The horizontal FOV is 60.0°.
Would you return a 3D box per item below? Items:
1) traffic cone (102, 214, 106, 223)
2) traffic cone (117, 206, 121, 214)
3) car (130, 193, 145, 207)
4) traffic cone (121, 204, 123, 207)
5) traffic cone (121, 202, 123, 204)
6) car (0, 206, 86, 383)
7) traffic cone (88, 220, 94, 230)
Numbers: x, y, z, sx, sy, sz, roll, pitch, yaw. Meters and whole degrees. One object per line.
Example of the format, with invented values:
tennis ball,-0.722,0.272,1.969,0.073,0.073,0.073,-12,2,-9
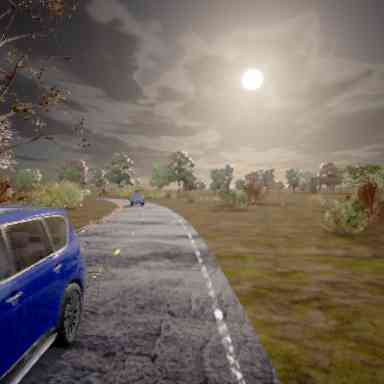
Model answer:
traffic cone,-6.528,1.975,24.841,0.340,0.580,0.340,0,0,-6
traffic cone,-7.760,1.978,34.662,0.340,0.580,0.340,0,0,-8
car,-8.849,1.246,53.875,2.150,2.045,5.566,0,0,-13
traffic cone,-8.514,1.980,39.553,0.340,0.580,0.340,0,0,-9
traffic cone,-9.361,1.982,44.429,0.340,0.580,0.340,0,0,-10
car,-2.768,1.232,3.326,2.150,2.045,5.566,0,0,-1
traffic cone,-6.051,1.974,19.915,0.340,0.580,0.340,0,0,-5
